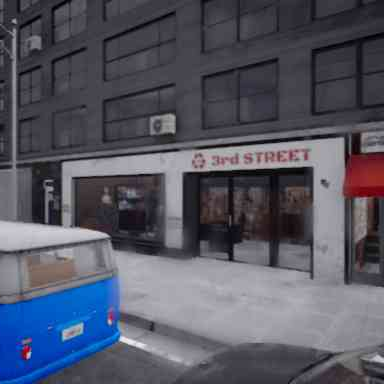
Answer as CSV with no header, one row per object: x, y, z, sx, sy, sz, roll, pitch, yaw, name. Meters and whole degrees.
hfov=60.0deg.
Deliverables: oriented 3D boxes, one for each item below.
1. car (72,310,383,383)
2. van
1.635,1.551,1.642,4.403,1.369,2.008,0,0,35,car
-2.851,1.344,4.842,3.998,1.788,1.690,0,0,35,van
